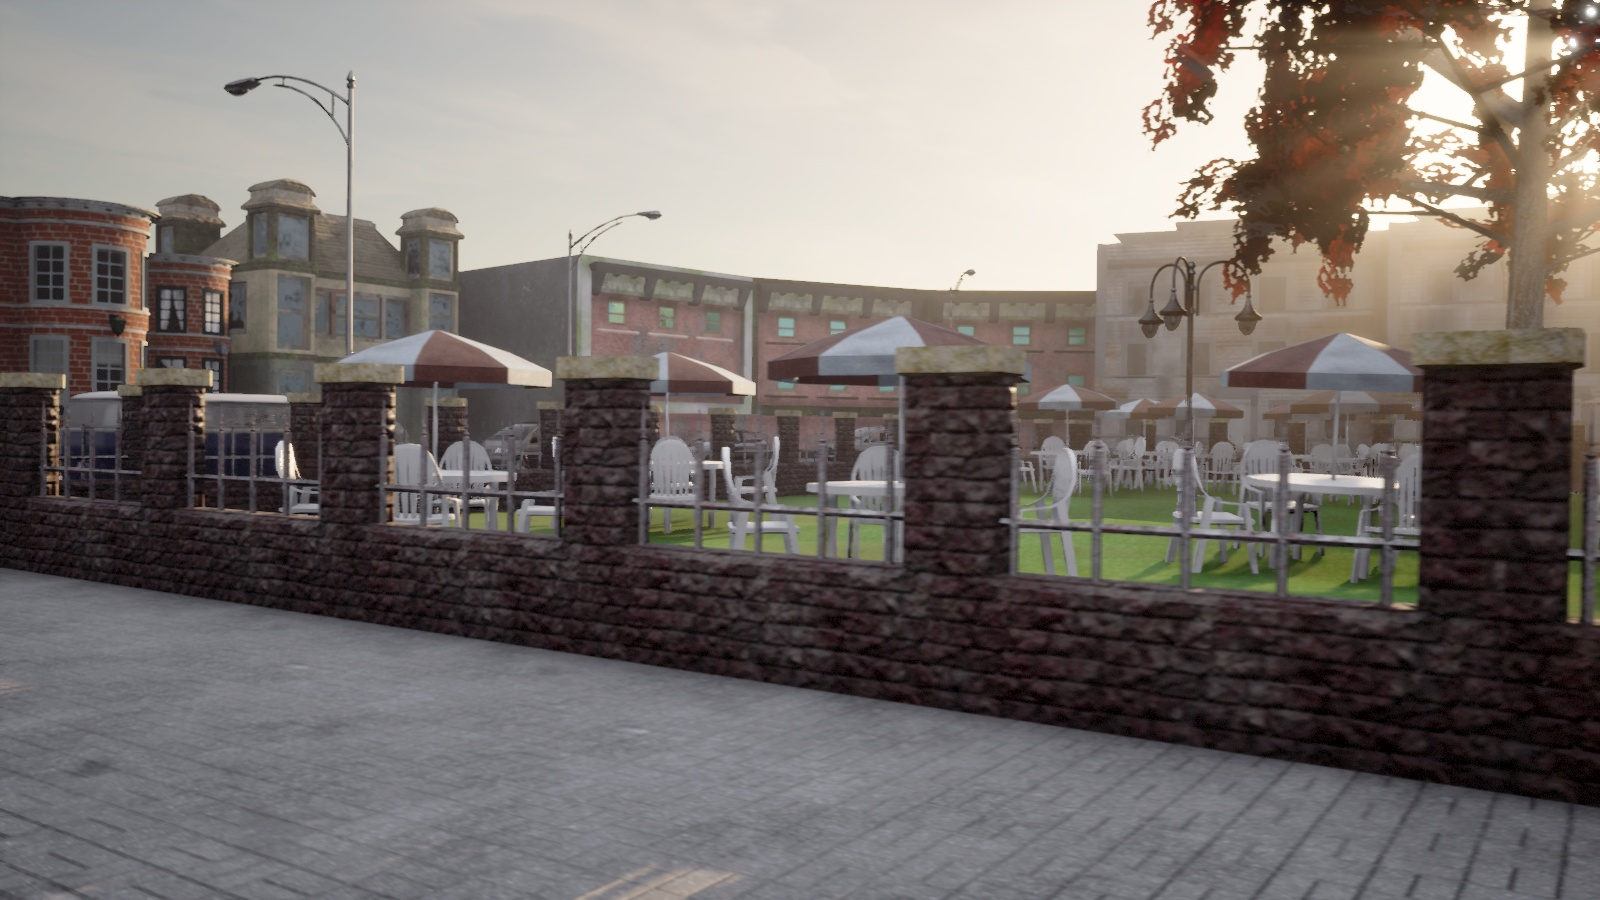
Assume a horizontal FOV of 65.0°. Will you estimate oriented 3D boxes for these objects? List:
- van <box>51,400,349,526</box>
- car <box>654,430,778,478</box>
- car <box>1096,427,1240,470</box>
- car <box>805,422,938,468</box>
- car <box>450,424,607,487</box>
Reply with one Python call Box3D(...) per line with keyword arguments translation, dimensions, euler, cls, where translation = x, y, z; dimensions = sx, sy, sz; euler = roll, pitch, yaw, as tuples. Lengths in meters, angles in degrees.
Box3D(translation=(-10.416, 0.169, 22.151), dimensions=(1.775, 1.987, 4.442), euler=(0, 1, 34), cls="van")
Box3D(translation=(-2.688, 0.082, 41.027), dimensions=(1.816, 1.474, 4.193), euler=(0, 1, 34), cls="car")
Box3D(translation=(13.172, -0.071, 44.915), dimensions=(4.792, 1.488, 2.163), euler=(0, 1, 22), cls="car")
Box3D(translation=(2.743, -0.225, 47.853), dimensions=(4.611, 1.667, 2.242), euler=(-1, 1, -33), cls="car")
Box3D(translation=(-7.292, 0.103, 34.083), dimensions=(1.851, 1.617, 3.988), euler=(0, 1, 34), cls="car")
